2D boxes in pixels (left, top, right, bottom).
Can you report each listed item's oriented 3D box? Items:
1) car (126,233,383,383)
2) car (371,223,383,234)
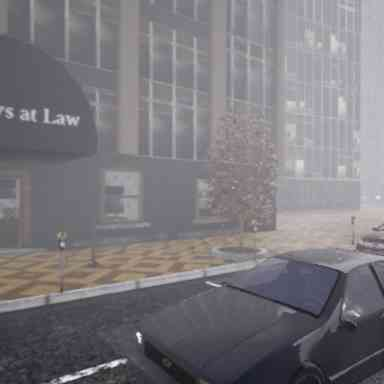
[{"bbox_3d":[1.862,1.577,4.706,5.357,1.411,2.033,0,0,-35],"label":"car"},{"bbox_3d":[7.650,1.673,12.015,4.206,1.307,1.802,0,0,-35],"label":"car"}]
